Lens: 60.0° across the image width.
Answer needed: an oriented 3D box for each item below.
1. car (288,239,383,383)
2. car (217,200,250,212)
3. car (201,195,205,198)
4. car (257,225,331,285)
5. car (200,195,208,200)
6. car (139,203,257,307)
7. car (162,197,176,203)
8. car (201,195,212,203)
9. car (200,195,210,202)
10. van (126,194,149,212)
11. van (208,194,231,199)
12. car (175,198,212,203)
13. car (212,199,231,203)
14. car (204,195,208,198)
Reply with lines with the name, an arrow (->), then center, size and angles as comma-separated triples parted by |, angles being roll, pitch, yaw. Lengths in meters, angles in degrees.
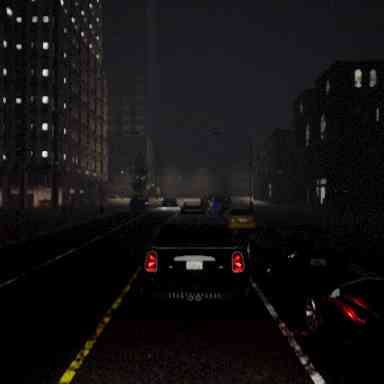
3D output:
car -> 2.700, 1.554, 3.650 | 1.947, 1.339, 4.313 | 1, 0, 0
car -> 2.694, 1.462, 19.855 | 1.752, 1.417, 4.829 | 1, 0, 0
car -> 2.688, 1.179, 41.596 | 2.192, 1.841, 5.009 | 1, 0, 0
car -> 2.698, 1.536, 9.194 | 1.947, 1.339, 4.313 | 1, 0, 0
car -> 2.791, 1.304, 79.937 | 1.802, 1.307, 4.206 | 1, 0, 0
car -> 0.086, 1.326, 8.087 | 2.097, 1.767, 4.553 | 0, 0, 1
car -> -3.043, 1.413, 46.017 | 1.994, 1.385, 4.181 | 0, 0, 0
car -> 2.675, 1.350, 63.506 | 1.947, 1.339, 4.313 | 1, 0, 0
car -> 2.673, 1.314, 68.984 | 2.008, 1.369, 4.403 | 1, 0, 0
van -> -5.690, 1.224, 36.111 | 1.690, 1.788, 3.998 | 1, 0, 0
van -> 2.693, 1.242, 30.640 | 1.690, 1.788, 3.998 | 1, 0, 0
car -> 0.088, 1.413, 24.324 | 2.128, 1.511, 4.902 | 0, 0, 0
car -> 2.692, 1.470, 25.163 | 2.008, 1.369, 4.403 | 1, 0, 0
car -> 2.688, 1.323, 36.118 | 1.967, 1.590, 4.097 | 1, 0, 0
